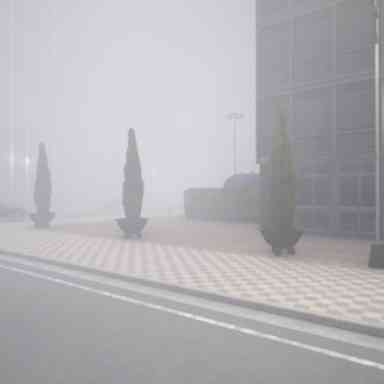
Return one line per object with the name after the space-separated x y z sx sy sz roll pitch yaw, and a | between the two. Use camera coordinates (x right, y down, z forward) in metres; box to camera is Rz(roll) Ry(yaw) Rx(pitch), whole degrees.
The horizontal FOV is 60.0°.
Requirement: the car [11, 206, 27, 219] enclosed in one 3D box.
-15.992 1.531 27.095 2.128 1.511 4.902 0 0 31 | car

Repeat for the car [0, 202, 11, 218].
-7.680 1.237 9.449 5.566 2.045 2.150 0 0 36 | car

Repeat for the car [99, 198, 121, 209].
-10.912 1.542 46.970 2.128 1.511 4.902 0 0 35 | car
